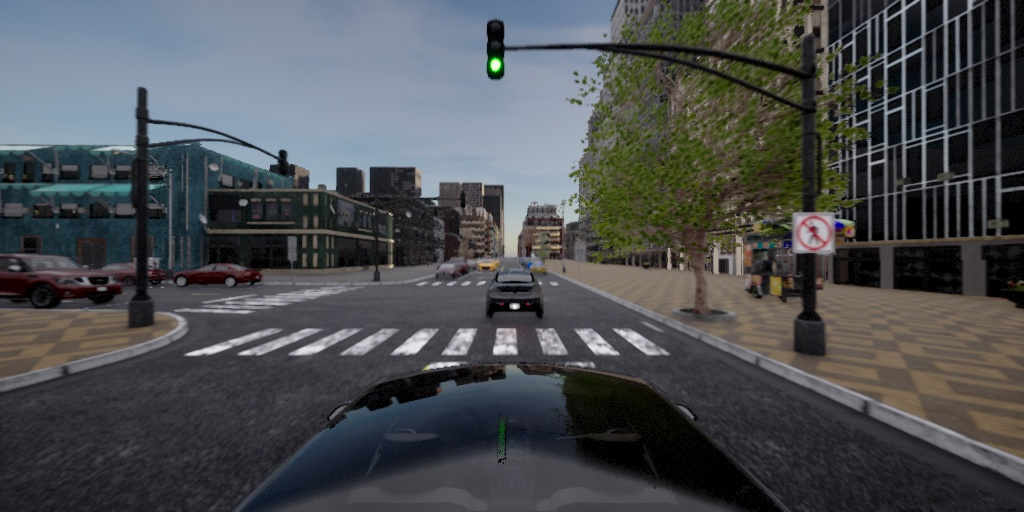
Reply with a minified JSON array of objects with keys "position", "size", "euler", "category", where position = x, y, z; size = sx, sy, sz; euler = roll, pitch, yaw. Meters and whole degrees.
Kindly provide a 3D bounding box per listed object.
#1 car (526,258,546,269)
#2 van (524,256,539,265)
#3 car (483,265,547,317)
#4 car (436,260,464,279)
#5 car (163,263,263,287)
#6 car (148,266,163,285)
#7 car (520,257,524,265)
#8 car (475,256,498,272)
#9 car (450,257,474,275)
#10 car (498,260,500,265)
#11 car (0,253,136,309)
[{"position":[2.698,1.220,37.866],"size":[1.751,1.417,4.829],"euler":[0,0,0],"category":"car"},{"position":[2.700,1.027,43.248],"size":[1.690,1.789,3.998],"euler":[0,0,0],"category":"van"},{"position":[0.093,1.237,13.019],"size":[1.837,1.490,4.892],"euler":[0,0,0],"category":"car"},{"position":[-5.683,1.285,32.145],"size":[1.802,1.307,4.207],"euler":[0,0,0],"category":"car"},{"position":[-17.273,1.090,21.138],"size":[4.507,1.381,1.888],"euler":[0,0,-1],"category":"car"},{"position":[-22.817,1.059,21.062],"size":[4.207,1.307,1.802],"euler":[0,0,-1],"category":"car"},{"position":[2.702,1.220,54.350],"size":[2.007,1.370,4.403],"euler":[0,0,0],"category":"car"},{"position":[-3.076,1.161,44.632],"size":[1.882,1.535,5.008],"euler":[0,0,0],"category":"car"},{"position":[-5.682,1.009,37.696],"size":[2.192,1.841,5.009],"euler":[0,0,0],"category":"car"},{"position":[-3.030,1.138,60.176],"size":[1.882,1.535,5.008],"euler":[0,0,1],"category":"car"},{"position":[-17.156,0.833,12.759],"size":[5.009,1.841,2.192],"euler":[0,0,-1],"category":"car"}]
